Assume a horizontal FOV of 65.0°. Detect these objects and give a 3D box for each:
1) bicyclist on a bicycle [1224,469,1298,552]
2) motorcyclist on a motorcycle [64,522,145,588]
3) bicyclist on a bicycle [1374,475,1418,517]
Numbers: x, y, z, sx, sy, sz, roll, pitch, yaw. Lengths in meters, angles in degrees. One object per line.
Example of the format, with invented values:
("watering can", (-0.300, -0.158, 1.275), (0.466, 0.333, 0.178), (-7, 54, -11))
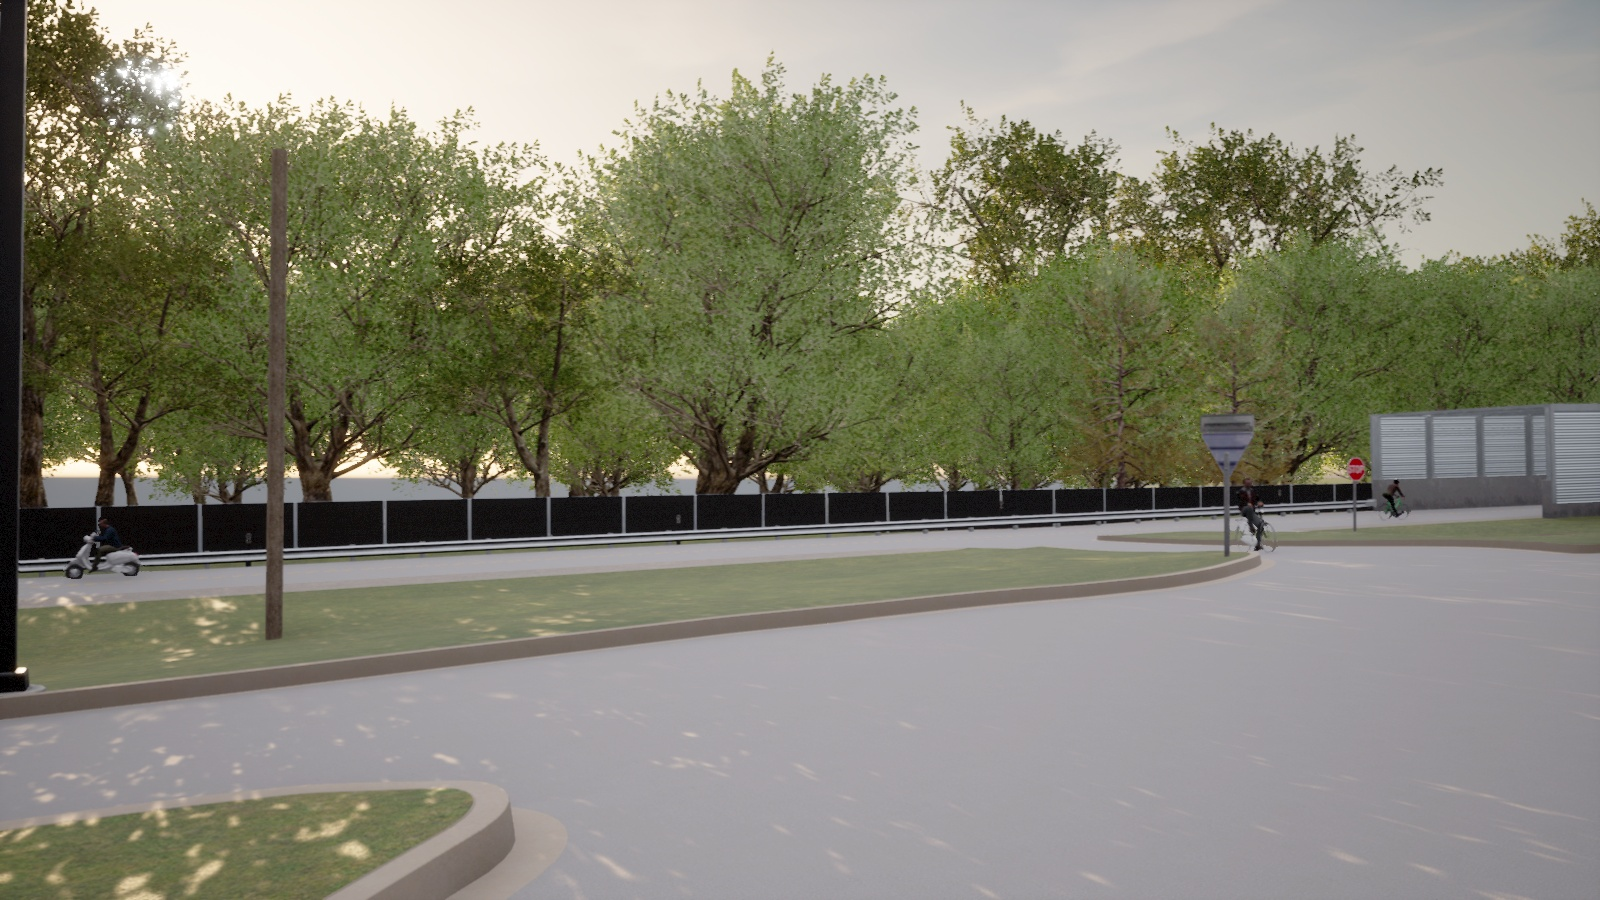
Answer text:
("bicyclist on a bicycle", (10.504, 1.410, 28.717), (0.659, 1.776, 1.843), (-3, -5, -8))
("motorcyclist on a motorcycle", (-18.581, 2.789, 33.588), (1.817, 1.590, 0.866), (-1, -1, -26))
("bicyclist on a bicycle", (23.714, 1.813, 49.965), (1.656, 1.620, 0.582), (-1, -1, -24))
